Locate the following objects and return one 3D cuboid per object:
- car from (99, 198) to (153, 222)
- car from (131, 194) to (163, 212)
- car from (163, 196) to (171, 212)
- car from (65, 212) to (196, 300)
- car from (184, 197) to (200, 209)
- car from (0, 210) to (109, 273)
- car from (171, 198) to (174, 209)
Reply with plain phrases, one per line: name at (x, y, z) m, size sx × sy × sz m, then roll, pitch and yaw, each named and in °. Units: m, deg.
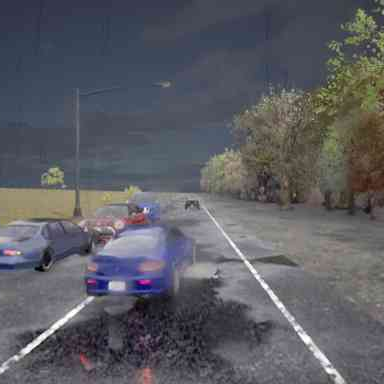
car at (-3.523, 1.346, 15.476) m, size 2.097 × 1.767 × 4.553 m, roll 0°, pitch 0°, yaw 7°
car at (-3.623, 1.211, 24.760) m, size 2.150 × 2.045 × 5.566 m, roll 0°, pitch 0°, yaw -1°
car at (-3.621, 1.335, 34.764) m, size 2.097 × 1.767 × 4.553 m, roll 0°, pitch 0°, yaw 0°
car at (-1.048, 1.501, 8.339) m, size 1.812 × 1.442 × 4.674 m, roll -1°, pitch 1°, yaw 8°
car at (0.023, 1.480, 44.019) m, size 1.837 × 1.490 × 4.892 m, roll 0°, pitch 0°, yaw 0°
car at (-4.753, 1.544, 10.725) m, size 2.033 × 1.411 × 5.357 m, roll 0°, pitch 0°, yaw 7°
car at (-3.628, 1.326, 44.771) m, size 2.097 × 1.767 × 4.553 m, roll 0°, pitch 0°, yaw 0°
